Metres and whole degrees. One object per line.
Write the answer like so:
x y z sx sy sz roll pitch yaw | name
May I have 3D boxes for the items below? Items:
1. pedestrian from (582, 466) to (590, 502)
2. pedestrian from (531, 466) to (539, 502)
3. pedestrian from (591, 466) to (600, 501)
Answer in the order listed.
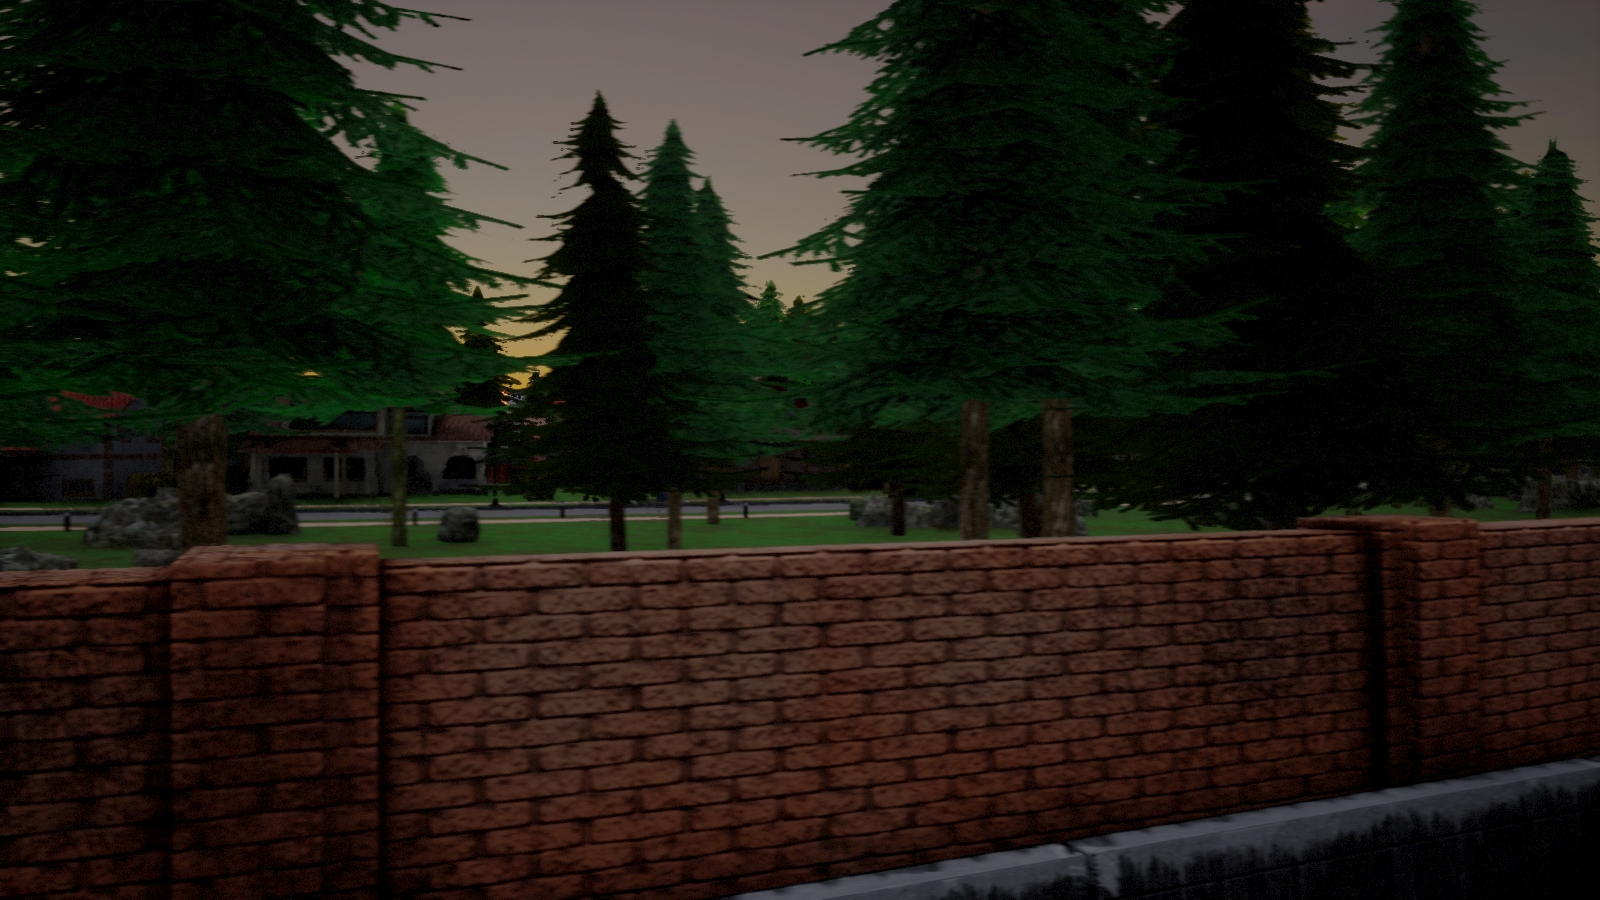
-11.301 1.791 60.306 0.375 1.860 0.375 0 0 2 | pedestrian
-13.904 1.792 59.889 0.375 1.860 0.375 0 0 -18 | pedestrian
-10.858 1.792 60.777 0.375 1.860 0.375 0 0 10 | pedestrian
